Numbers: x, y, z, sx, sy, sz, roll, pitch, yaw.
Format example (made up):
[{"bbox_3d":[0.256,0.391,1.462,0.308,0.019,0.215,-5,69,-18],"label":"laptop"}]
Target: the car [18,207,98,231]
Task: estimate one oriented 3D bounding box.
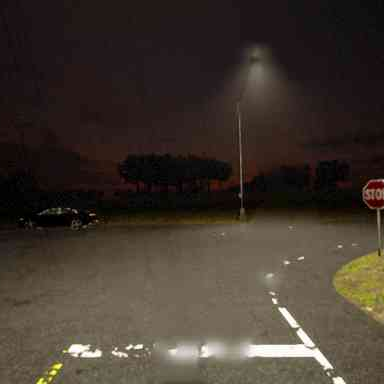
[{"bbox_3d":[-8.607,1.714,21.584,4.902,1.511,2.128,-1,-2,0],"label":"car"}]
